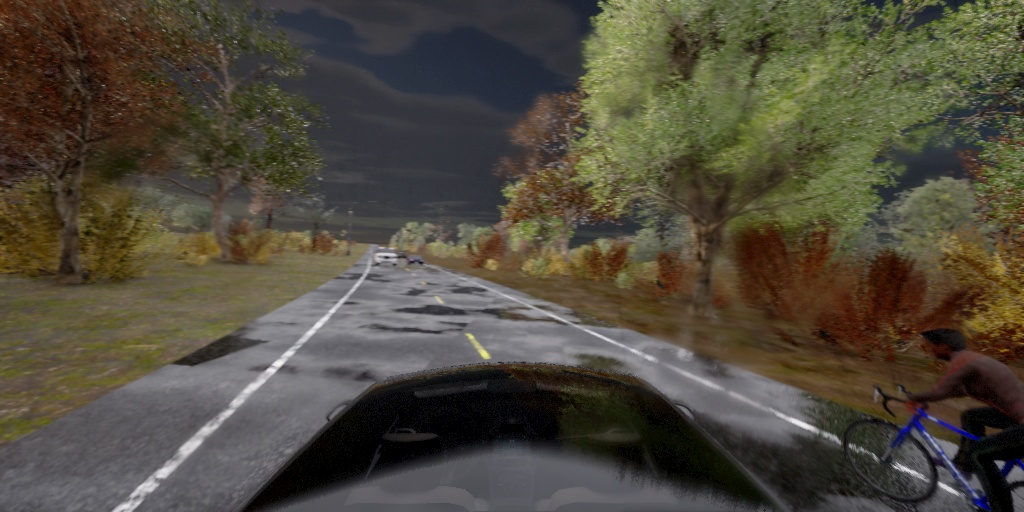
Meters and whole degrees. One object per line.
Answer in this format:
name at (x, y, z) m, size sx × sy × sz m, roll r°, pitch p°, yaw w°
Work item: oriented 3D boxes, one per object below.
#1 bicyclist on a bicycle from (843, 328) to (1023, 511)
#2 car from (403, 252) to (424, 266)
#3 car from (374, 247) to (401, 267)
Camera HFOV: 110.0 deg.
bicyclist on a bicycle at (3.638, 1.431, 2.864) m, size 0.582 × 1.620 × 1.656 m, roll 4°, pitch 0°, yaw -17°
car at (-12.555, 0.508, 46.298) m, size 1.895 × 1.301 × 4.718 m, roll 4°, pitch 0°, yaw -21°
car at (-14.068, 0.039, 40.126) m, size 2.150 × 2.045 × 5.566 m, roll 4°, pitch 0°, yaw -21°
